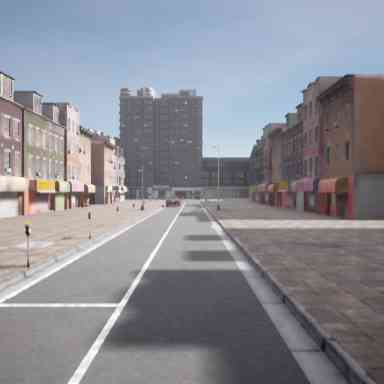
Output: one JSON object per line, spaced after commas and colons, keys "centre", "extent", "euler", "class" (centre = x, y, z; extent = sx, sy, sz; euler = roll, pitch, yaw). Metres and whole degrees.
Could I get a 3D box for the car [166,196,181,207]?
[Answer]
{"centre": [-2.750, 1.352, 50.158], "extent": [2.097, 1.767, 4.553], "euler": [0, 0, 0], "class": "car"}
